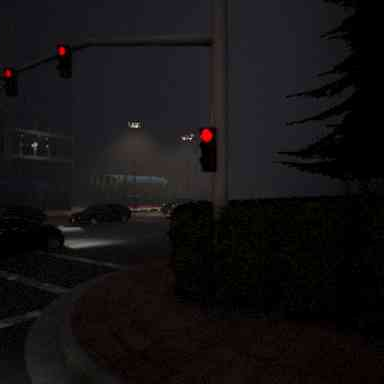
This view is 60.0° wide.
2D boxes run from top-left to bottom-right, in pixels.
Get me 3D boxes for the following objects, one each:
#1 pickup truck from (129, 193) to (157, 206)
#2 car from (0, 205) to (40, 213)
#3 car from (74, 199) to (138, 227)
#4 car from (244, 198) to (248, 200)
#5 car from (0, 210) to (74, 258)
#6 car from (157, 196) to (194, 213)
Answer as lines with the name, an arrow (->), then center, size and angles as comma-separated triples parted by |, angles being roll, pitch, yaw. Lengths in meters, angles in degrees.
pickup truck -> -7.395, 1.213, 51.659 | 6.274, 2.098, 2.390 | 0, 0, -24
car -> -12.111, 1.622, 22.290 | 1.812, 1.442, 4.674 | 0, 0, 35
car -> -6.555, 1.583, 24.120 | 1.837, 1.490, 4.892 | 0, 1, 35
car -> 8.735, 1.664, 51.787 | 1.812, 1.442, 4.674 | 0, 0, 35
car -> -6.431, 1.555, 11.300 | 1.837, 1.490, 4.892 | -4, -1, 15
car -> -1.401, 1.451, 37.530 | 2.097, 1.767, 4.553 | 0, 0, 35
